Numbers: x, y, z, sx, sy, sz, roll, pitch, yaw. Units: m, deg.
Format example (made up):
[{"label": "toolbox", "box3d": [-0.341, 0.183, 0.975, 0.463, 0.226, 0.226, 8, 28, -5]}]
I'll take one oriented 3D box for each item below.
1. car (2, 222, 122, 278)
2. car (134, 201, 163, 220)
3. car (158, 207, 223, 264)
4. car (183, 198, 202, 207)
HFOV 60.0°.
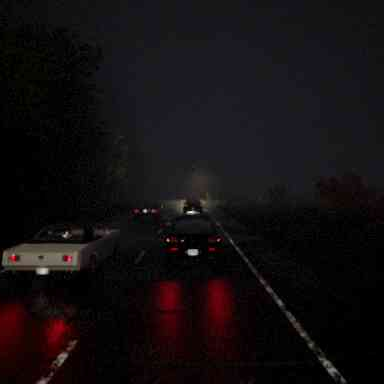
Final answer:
[{"label": "car", "box3d": [-3.467, 1.555, 9.987, 1.895, 1.301, 4.718, 0, 0, 1]}, {"label": "car", "box3d": [-3.427, 1.421, 26.847, 2.033, 1.411, 5.357, 0, 0, 0]}, {"label": "car", "box3d": [0.043, 1.473, 11.477, 1.812, 1.442, 4.674, 0, 0, 0]}, {"label": "car", "box3d": [0.087, 1.366, 33.665, 1.812, 1.442, 4.674, 0, 0, 0]}]
